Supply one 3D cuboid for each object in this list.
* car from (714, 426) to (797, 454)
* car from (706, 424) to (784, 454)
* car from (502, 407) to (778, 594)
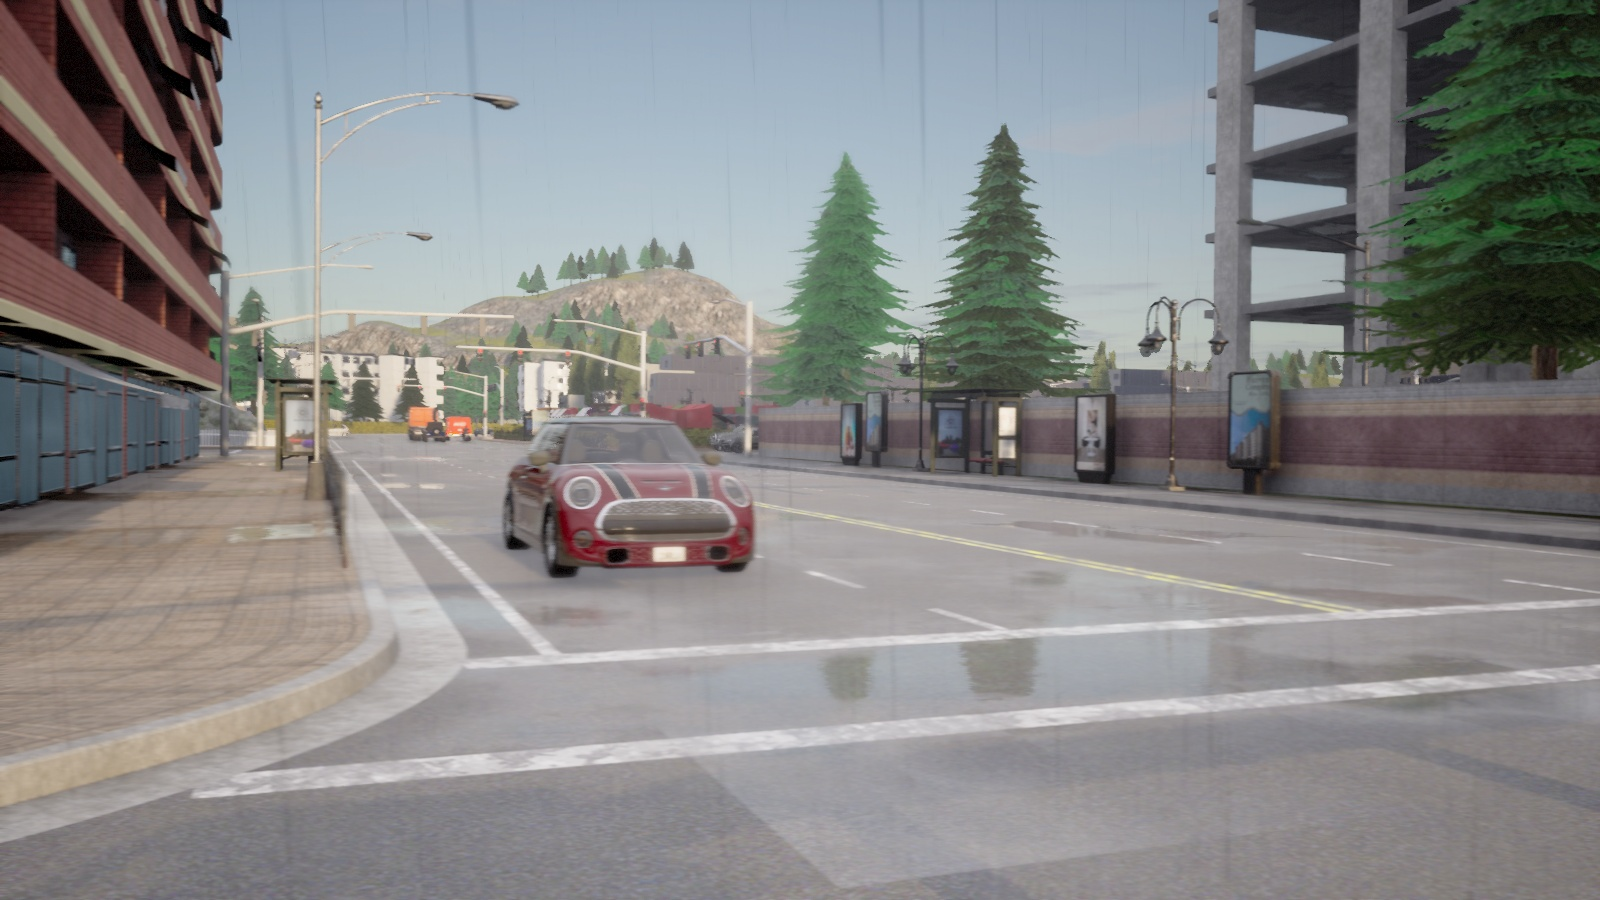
[{"bbox_3d":[-2.730,-0.634,76.841,4.611,1.667,2.242,-1,1,-22],"label":"car"},{"bbox_3d":[-3.501,-0.709,80.299,4.605,1.855,1.932,-1,1,-22],"label":"car"},{"bbox_3d":[-2.029,0.444,14.416,2.097,1.767,4.553,-1,1,-21],"label":"car"}]
